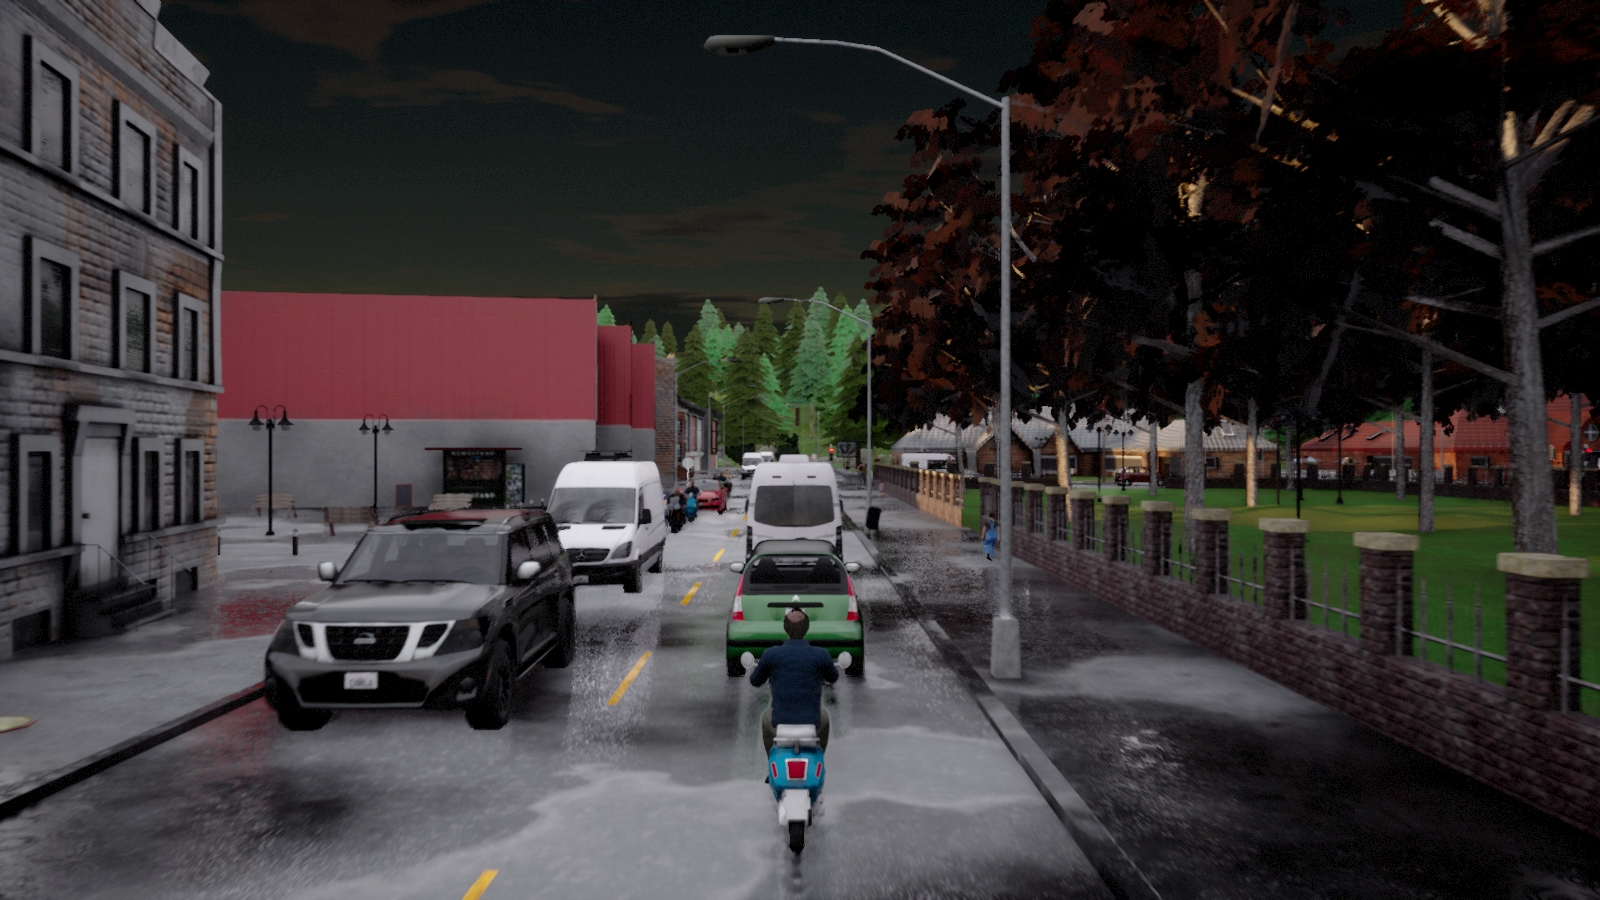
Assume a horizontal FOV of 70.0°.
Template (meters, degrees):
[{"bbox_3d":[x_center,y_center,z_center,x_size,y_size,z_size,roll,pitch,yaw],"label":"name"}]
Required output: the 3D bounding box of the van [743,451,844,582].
[{"bbox_3d":[-0.140,1.314,25.437,1.988,2.561,5.915,0,0,0],"label":"van"}]

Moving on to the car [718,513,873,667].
[{"bbox_3d":[-0.071,1.779,15.650,1.851,1.617,3.988,0,0,0],"label":"car"}]

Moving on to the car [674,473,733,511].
[{"bbox_3d":[-4.263,1.841,51.077,2.231,1.480,4.892,0,0,0],"label":"car"}]

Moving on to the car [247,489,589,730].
[{"bbox_3d":[-4.030,1.562,13.294,2.150,2.045,5.566,0,0,0],"label":"car"}]

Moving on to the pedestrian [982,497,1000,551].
[{"bbox_3d":[4.658,1.805,27.844,0.375,1.300,0.375,0,0,0],"label":"pedestrian"}]

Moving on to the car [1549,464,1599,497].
[{"bbox_3d":[44.940,1.678,64.663,2.097,1.767,4.553,0,0,0],"label":"car"}]

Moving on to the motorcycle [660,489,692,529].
[{"bbox_3d":[-4.203,1.986,39.002,0.867,1.251,2.209,0,0,0],"label":"motorcycle"}]

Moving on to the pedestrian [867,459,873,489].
[{"bbox_3d":[4.437,1.522,72.390,0.375,1.860,0.375,0,0,-1],"label":"pedestrian"}]

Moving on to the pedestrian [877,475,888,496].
[{"bbox_3d":[4.388,1.904,61.034,0.500,1.100,0.500,0,0,-6],"label":"pedestrian"}]

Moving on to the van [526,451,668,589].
[{"bbox_3d":[-4.133,1.315,24.294,1.988,2.561,5.915,0,0,0],"label":"van"}]
